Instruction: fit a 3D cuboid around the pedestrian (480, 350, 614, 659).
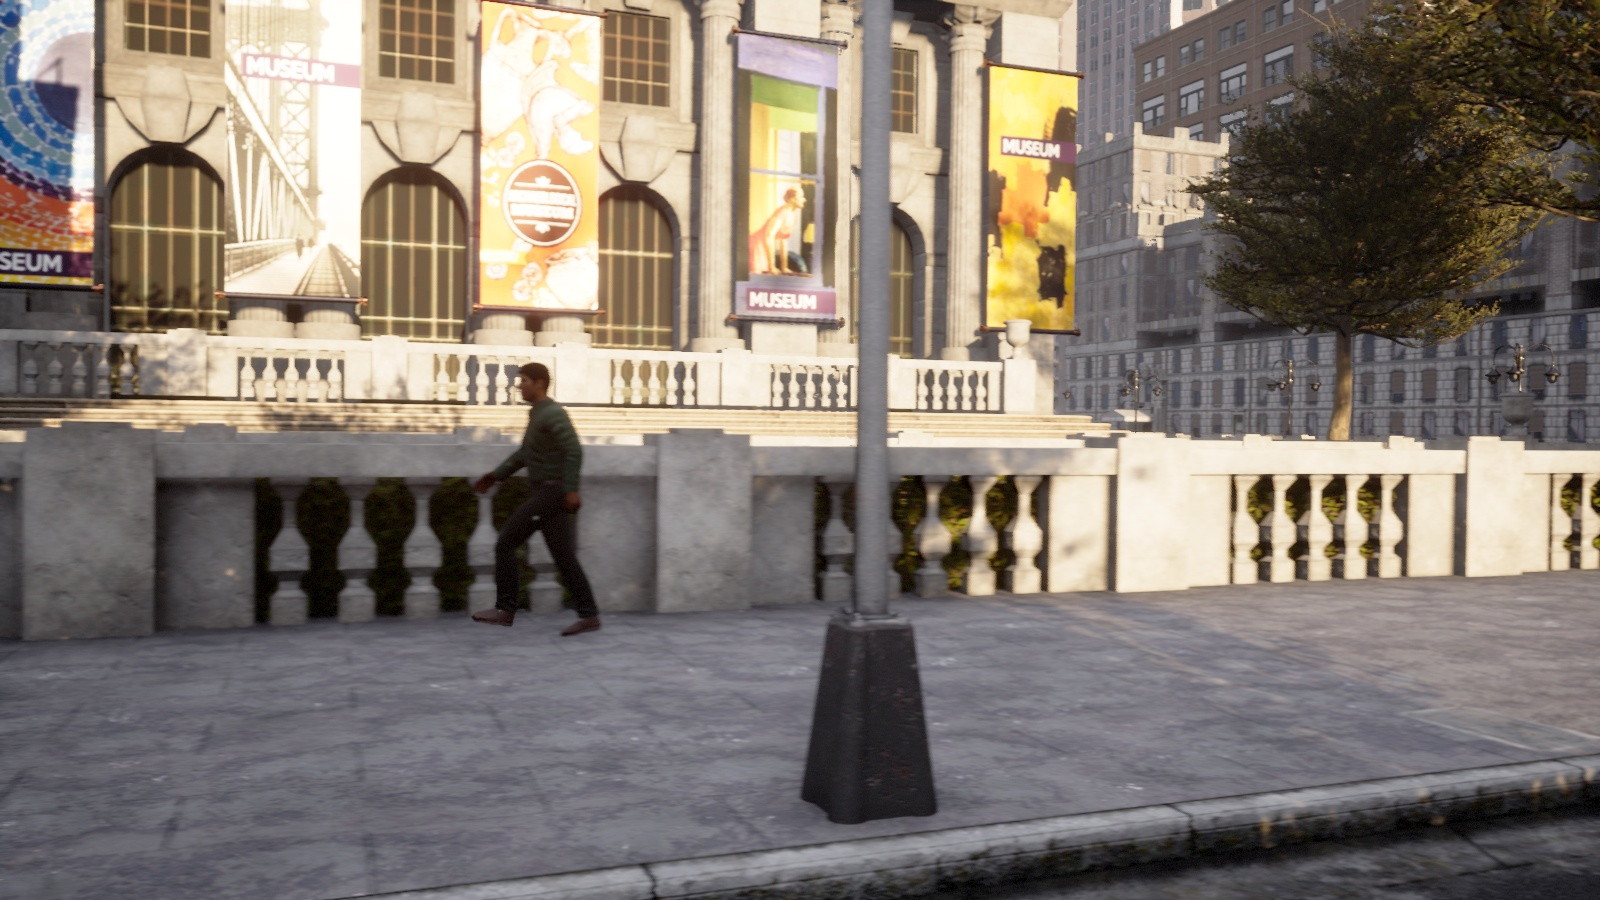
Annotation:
[{"bbox_3d":[-1.666,0.338,8.259,0.788,1.949,0.423,-1,1,-18],"label":"pedestrian"}]
